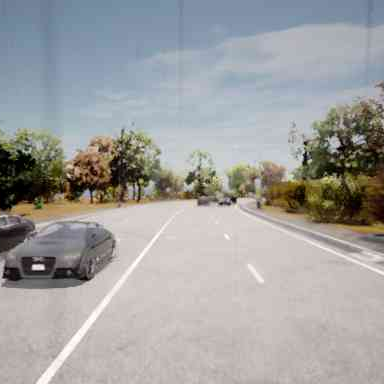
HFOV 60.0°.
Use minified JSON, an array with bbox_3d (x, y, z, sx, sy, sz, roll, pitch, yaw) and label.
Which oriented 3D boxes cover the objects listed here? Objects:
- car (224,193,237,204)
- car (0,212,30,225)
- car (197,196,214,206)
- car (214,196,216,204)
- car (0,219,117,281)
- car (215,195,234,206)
[{"bbox_3d":[7.516,1.272,65.492,2.150,2.045,5.566,0,0,15],"label":"car"},{"bbox_3d":[-7.013,1.471,11.122,2.128,1.511,4.902,0,0,0],"label":"car"},{"bbox_3d":[2.020,1.525,55.787,1.837,1.490,4.892,0,0,10],"label":"car"},{"bbox_3d":[3.986,1.526,65.806,1.837,1.490,4.892,0,0,15],"label":"car"},{"bbox_3d":[-3.531,1.544,9.647,1.994,1.385,4.181,0,0,0],"label":"car"},{"bbox_3d":[5.513,1.624,55.489,1.895,1.301,4.718,0,0,10],"label":"car"}]
